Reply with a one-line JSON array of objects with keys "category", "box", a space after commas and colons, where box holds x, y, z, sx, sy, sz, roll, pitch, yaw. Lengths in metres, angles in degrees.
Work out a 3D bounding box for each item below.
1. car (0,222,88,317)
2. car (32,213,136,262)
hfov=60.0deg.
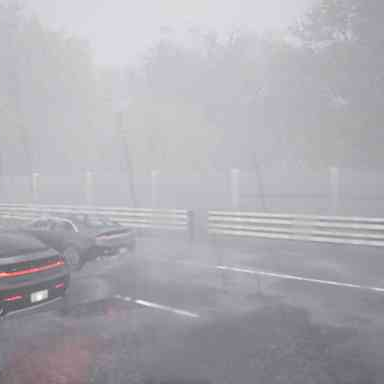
[{"category": "car", "box": [-4.569, 1.441, 6.733, 4.892, 1.490, 1.837, 1, 0, 31]}, {"category": "car", "box": [-4.010, 1.403, 10.428, 4.902, 1.511, 2.128, 1, 1, 30]}]
